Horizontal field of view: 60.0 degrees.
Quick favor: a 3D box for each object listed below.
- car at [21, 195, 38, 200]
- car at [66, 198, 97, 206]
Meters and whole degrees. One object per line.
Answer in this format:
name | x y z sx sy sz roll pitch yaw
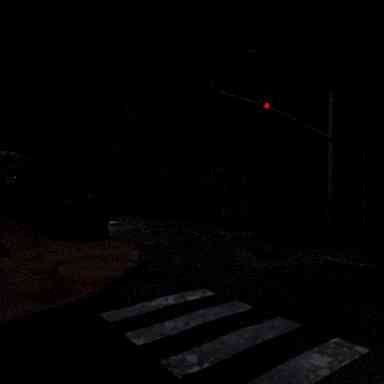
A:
car | -22.358 1.275 45.661 2.097 1.767 4.553 1 0 -35
car | -8.915 1.272 26.771 2.097 1.767 4.553 1 0 -36
